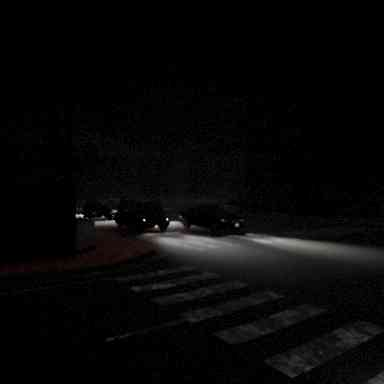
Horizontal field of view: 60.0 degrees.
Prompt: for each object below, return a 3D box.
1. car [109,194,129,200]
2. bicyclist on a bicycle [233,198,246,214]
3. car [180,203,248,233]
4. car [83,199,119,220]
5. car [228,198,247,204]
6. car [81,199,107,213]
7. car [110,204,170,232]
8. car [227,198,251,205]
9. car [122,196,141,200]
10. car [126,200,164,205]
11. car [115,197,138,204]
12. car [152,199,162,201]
[{"bbox_3d":[-11.166,1.391,50.568,2.150,2.045,5.566,0,0,11],"label":"car"},{"bbox_3d":[5.139,1.523,35.806,1.656,1.620,0.582,0,0,-25],"label":"bicyclist on a bicycle"},{"bbox_3d":[1.104,1.577,20.408,2.128,1.511,4.902,1,0,-35],"label":"car"},{"bbox_3d":[-8.212,1.603,28.847,2.033,1.411,5.357,1,0,-26],"label":"car"},{"bbox_3d":[9.150,1.921,64.308,5.008,1.535,1.882,1,0,-35],"label":"car"},{"bbox_3d":[-11.230,1.582,38.493,2.128,1.511,4.902,1,0,-8],"label":"car"},{"bbox_3d":[-3.202,1.648,20.602,1.895,1.301,4.718,1,0,-33],"label":"car"},{"bbox_3d":[9.844,1.957,68.874,5.008,1.535,1.882,1,-1,-36],"label":"car"},{"bbox_3d":[-8.109,1.666,47.038,2.128,1.511,4.902,0,0,6],"label":"car"},{"bbox_3d":[-3.700,1.654,27.916,1.994,1.385,4.181,1,0,-30],"label":"car"},{"bbox_3d":[-7.205,1.617,36.180,1.837,1.490,4.892,1,0,-13],"label":"car"},{"bbox_3d":[-4.732,1.665,44.373,1.882,1.535,5.008,0,0,-1],"label":"car"}]
